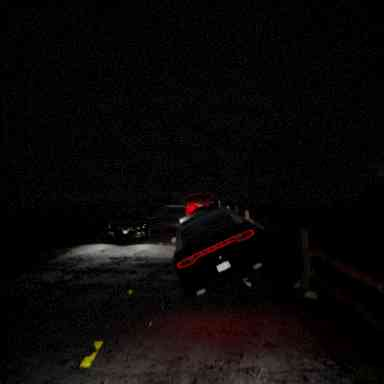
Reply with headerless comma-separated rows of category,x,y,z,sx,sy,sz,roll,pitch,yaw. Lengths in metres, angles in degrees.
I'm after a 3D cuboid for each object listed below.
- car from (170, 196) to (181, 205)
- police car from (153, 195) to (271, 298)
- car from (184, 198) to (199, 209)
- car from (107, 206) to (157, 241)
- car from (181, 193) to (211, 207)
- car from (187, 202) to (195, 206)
car,-2.899,1.638,59.757,2.033,1.411,5.357,0,0,0
police car,0.488,1.178,8.670,1.930,1.638,5.238,-25,0,0
car,-0.054,1.562,46.487,2.033,1.411,5.357,0,0,0
car,-2.872,1.479,16.718,1.837,1.490,4.892,0,0,0
car,0.687,1.149,24.493,2.150,2.045,5.566,-3,-2,3
car,0.799,1.501,18.552,1.812,1.442,4.674,0,0,0
